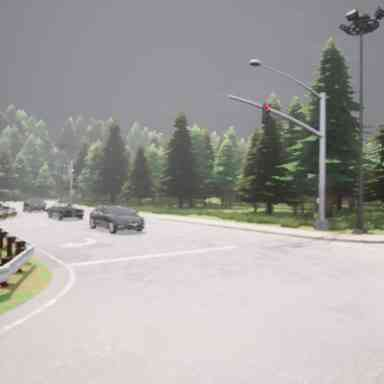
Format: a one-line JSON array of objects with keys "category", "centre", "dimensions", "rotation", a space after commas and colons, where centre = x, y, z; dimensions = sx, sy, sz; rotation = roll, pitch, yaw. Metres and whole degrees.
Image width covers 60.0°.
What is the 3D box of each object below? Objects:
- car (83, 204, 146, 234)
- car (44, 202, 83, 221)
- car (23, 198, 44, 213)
[{"category": "car", "centre": [-4.468, 1.506, 19.525], "dimensions": [1.837, 1.490, 4.892], "rotation": [1, 0, -37]}, {"category": "car", "centre": [-10.474, 1.577, 27.504], "dimensions": [1.895, 1.301, 4.718], "rotation": [1, 0, -37]}, {"category": "car", "centre": [-17.416, 1.453, 36.932], "dimensions": [1.837, 1.490, 4.892], "rotation": [1, 0, -36]}]
